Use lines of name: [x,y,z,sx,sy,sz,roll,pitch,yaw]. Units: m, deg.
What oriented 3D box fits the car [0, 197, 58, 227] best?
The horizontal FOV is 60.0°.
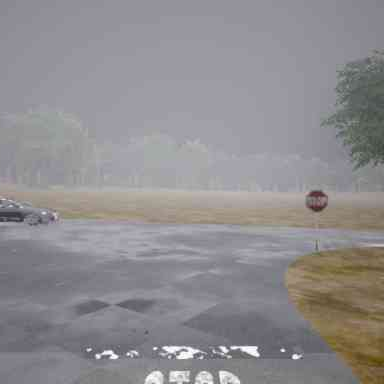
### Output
car: [-9.903,1.059,18.192,4.902,1.511,2.128,3,-2,-2]
